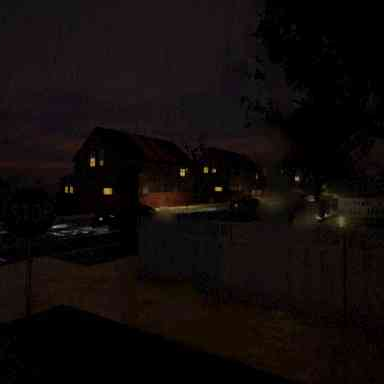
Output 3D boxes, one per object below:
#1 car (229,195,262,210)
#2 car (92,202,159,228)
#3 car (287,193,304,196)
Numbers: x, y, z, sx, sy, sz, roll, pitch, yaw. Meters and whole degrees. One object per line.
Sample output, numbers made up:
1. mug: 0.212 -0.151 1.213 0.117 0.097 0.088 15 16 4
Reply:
1. car: 5.340 1.039 33.135 1.994 1.385 4.181 2 2 35
2. car: -3.898 1.282 20.013 1.994 1.385 4.181 2 2 35
3. car: 14.683 0.479 46.240 2.128 1.511 4.902 2 2 35
